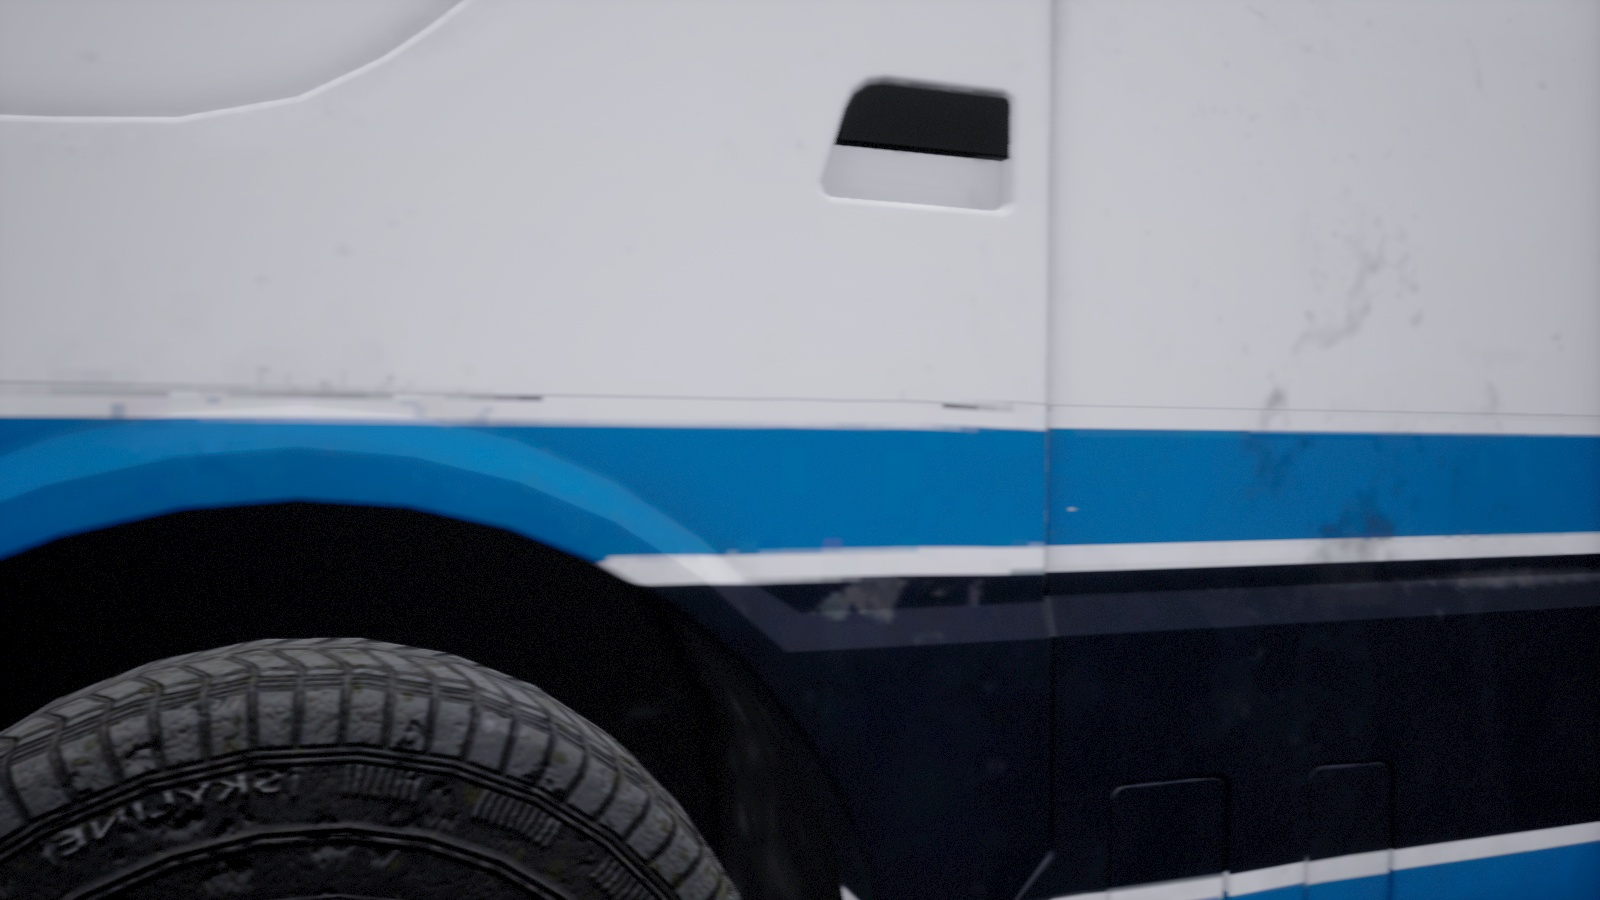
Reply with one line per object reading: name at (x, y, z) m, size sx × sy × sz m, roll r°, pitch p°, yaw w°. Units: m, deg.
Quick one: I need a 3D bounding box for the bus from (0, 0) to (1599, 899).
bus at (1.637, -0.659, 3.844) m, size 10.273 × 4.253 × 3.944 m, roll -1°, pitch 1°, yaw -21°
